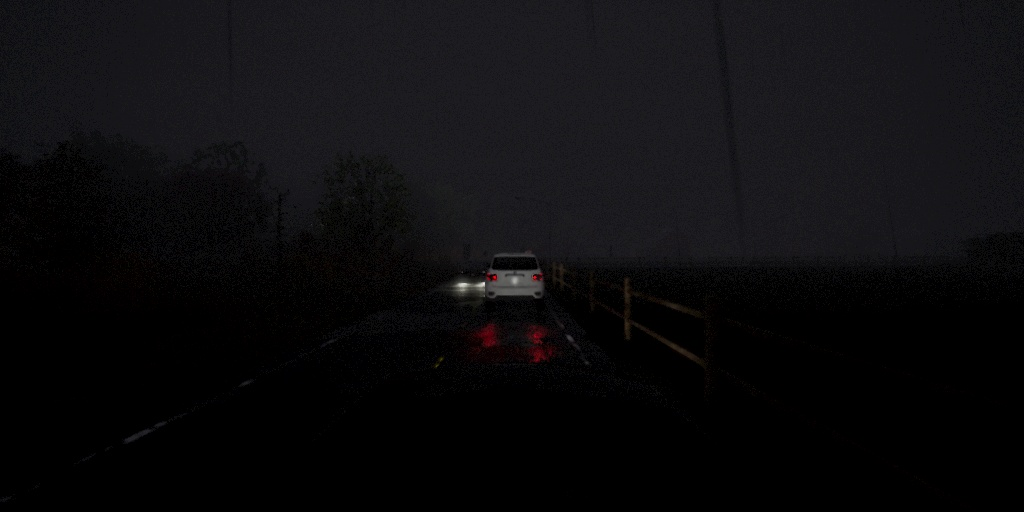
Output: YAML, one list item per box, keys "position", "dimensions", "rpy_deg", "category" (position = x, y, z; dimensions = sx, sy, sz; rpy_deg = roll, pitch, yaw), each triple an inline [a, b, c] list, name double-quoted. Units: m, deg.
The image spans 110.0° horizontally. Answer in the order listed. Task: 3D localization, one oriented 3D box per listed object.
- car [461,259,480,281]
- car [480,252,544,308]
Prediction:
- position: [-2.749, 1.033, 27.713]
  dimensions: [1.882, 1.535, 5.008]
  rpy_deg: [0, 1, 0]
  category: "car"
- position: [0.100, 0.878, 14.851]
  dimensions: [2.150, 2.045, 5.566]
  rpy_deg: [0, 0, 0]
  category: "car"
